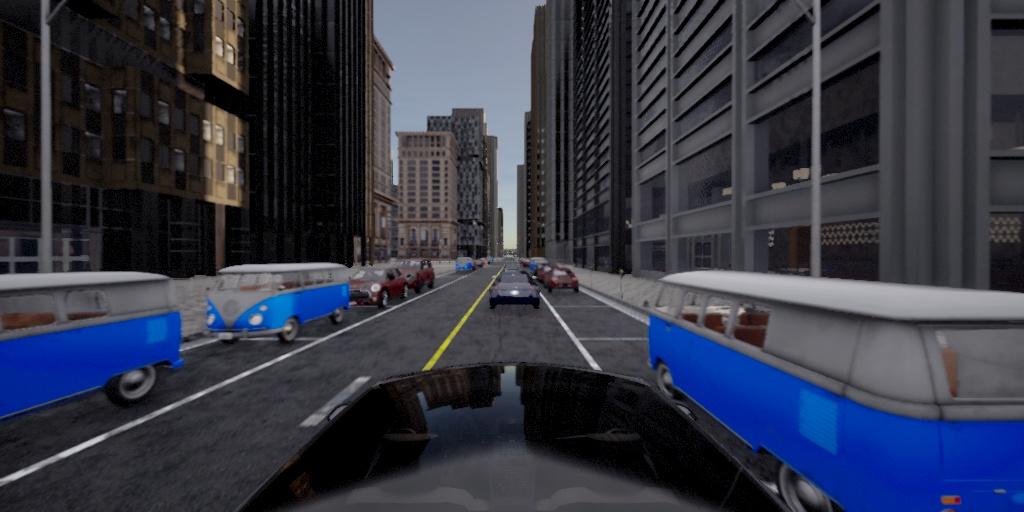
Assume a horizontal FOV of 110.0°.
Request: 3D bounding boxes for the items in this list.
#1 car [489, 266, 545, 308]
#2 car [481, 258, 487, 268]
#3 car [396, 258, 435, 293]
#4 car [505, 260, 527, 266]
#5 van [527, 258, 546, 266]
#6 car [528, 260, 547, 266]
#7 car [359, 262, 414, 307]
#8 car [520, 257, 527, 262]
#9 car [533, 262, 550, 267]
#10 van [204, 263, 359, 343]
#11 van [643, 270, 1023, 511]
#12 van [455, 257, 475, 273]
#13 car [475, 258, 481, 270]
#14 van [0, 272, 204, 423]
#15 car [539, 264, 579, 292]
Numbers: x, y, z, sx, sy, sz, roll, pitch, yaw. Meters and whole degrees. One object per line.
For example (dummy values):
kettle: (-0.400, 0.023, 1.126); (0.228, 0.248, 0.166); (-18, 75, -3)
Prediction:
car: (0.098, 1.304, 15.075); (1.994, 1.385, 4.181); (0, 0, 0)
car: (-5.766, 1.266, 60.084); (1.948, 1.339, 4.313); (0, 0, 0)
car: (-5.764, 1.050, 20.598); (2.192, 1.841, 5.009); (0, 0, 0)
car: (0.099, 1.325, 33.324); (1.895, 1.301, 4.718); (0, 0, 0)
van: (2.761, 1.062, 37.524); (1.690, 1.789, 3.998); (0, 0, 0)
car: (2.761, 1.291, 31.884); (1.948, 1.339, 4.313); (0, 0, 0)
car: (-5.763, 1.179, 14.956); (1.967, 1.591, 4.097); (0, 0, 0)
car: (2.759, 1.245, 60.087); (1.888, 1.381, 4.507); (0, 0, 0)
car: (2.761, 1.312, 26.243); (1.802, 1.307, 4.207); (0, 0, 0)
van: (-5.763, 1.085, 9.316); (1.690, 1.789, 3.998); (0, 0, 0)
van: (2.763, 1.089, 3.680); (1.690, 1.789, 3.998); (0, 0, 0)
van: (-5.765, 1.057, 43.162); (1.690, 1.789, 3.998); (0, 0, 0)
car: (-5.765, 1.256, 48.803); (1.888, 1.381, 4.507); (0, 0, 0)
van: (-5.763, 1.089, 3.675); (1.690, 1.789, 3.998); (0, 0, 0)
car: (2.762, 1.317, 20.602); (1.802, 1.307, 4.207); (0, 0, 0)
